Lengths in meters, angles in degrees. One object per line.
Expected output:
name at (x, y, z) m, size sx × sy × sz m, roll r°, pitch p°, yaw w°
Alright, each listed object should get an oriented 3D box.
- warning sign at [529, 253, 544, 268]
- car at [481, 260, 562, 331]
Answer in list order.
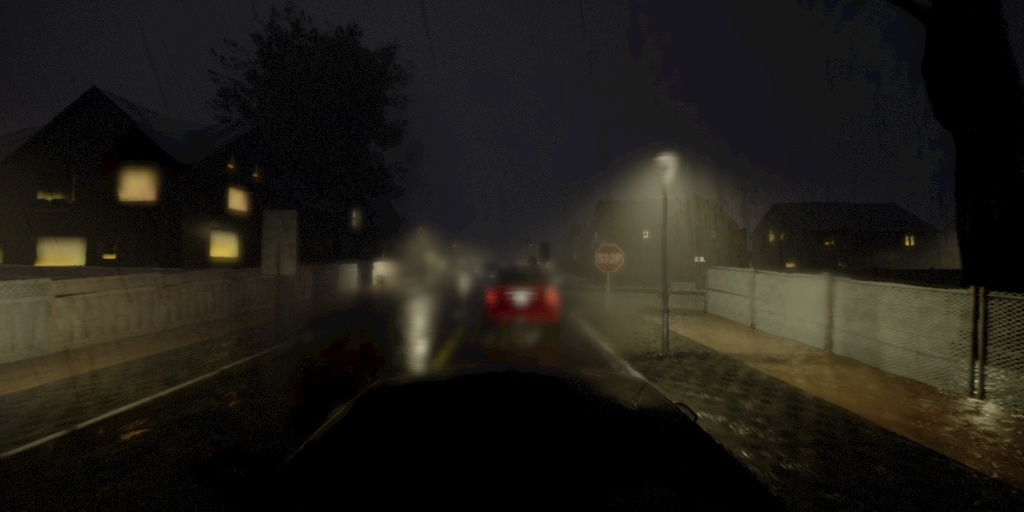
warning sign at (2.509, 0.929, 39.510) m, size 1.300 × 1.860 × 1.060 m, roll 0°, pitch 0°, yaw 0°
car at (0.455, 1.113, 11.302) m, size 2.097 × 1.767 × 4.553 m, roll 0°, pitch 0°, yaw 6°
